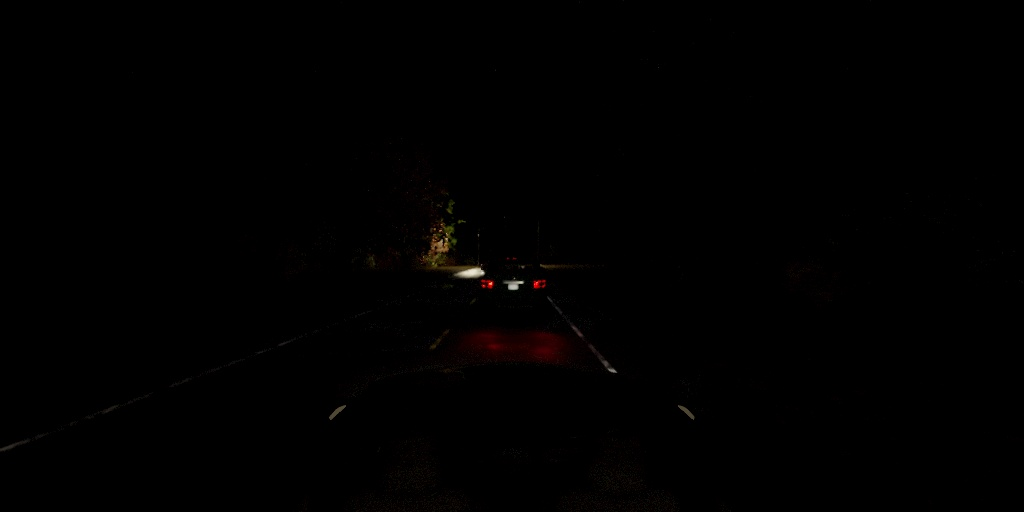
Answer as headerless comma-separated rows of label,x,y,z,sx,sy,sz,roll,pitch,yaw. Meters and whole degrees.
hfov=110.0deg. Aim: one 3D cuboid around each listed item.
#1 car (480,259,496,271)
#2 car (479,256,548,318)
car,-3.551,1.324,53.401,2.097,1.767,4.553,0,0,0
car,0.066,1.004,13.237,2.150,2.045,5.566,0,0,1
